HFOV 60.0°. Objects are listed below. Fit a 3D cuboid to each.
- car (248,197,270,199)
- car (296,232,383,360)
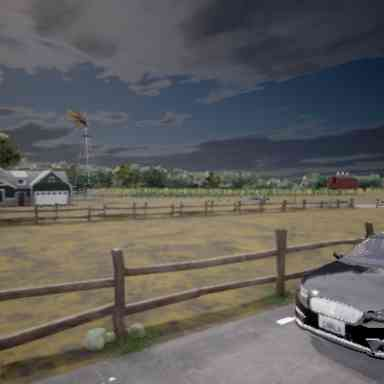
[{"bbox_3d":[14.773,1.310,73.826,2.033,1.411,5.357,-1,1,-35],"label":"car"},{"bbox_3d":[3.832,1.485,5.802,4.902,1.511,2.128,0,0,-35],"label":"car"}]
